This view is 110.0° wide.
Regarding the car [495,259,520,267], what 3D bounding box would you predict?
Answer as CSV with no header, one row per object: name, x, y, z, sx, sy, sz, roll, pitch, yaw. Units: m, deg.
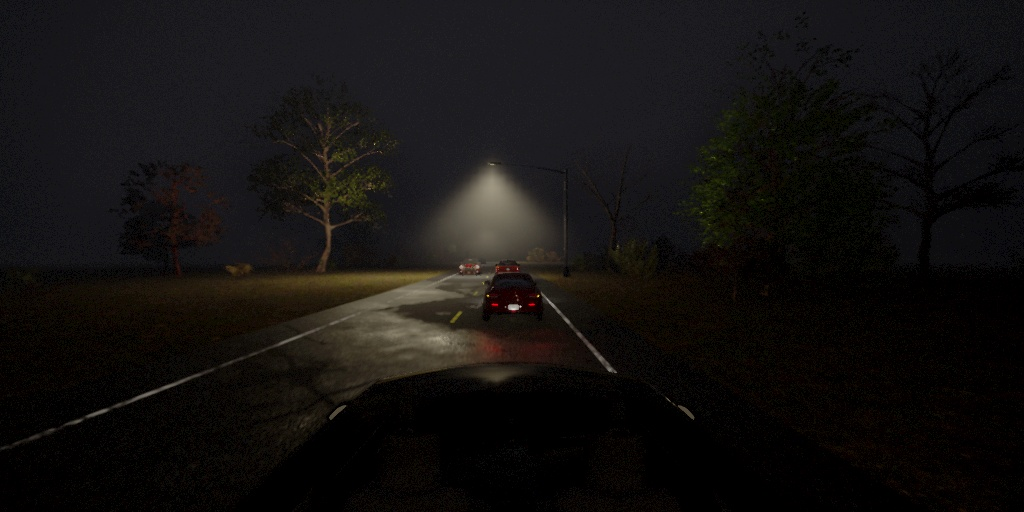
car,-0.381,1.080,30.974,2.097,1.767,4.553,0,0,-2

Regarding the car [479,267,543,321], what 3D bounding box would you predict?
car,0.016,1.271,12.345,1.812,1.442,4.674,0,0,-1

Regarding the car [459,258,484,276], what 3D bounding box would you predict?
car,-4.286,1.074,37.297,2.097,1.767,4.553,0,0,-2
